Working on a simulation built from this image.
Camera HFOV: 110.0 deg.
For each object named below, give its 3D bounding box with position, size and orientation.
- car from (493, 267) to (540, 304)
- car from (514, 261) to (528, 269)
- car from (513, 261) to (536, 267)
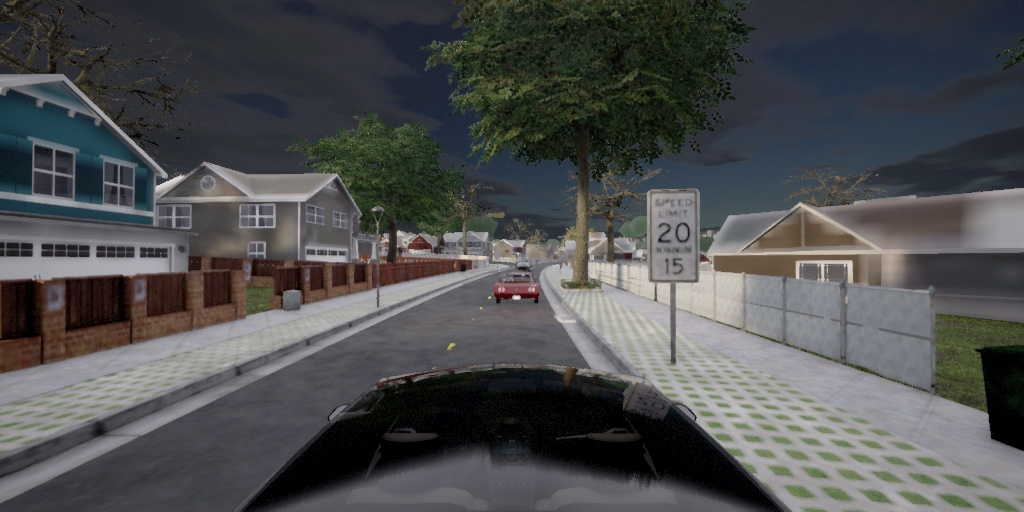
[{"bbox_3d":[0.268,1.370,16.466,1.895,1.301,4.718,0,0,2],"label":"car"},{"bbox_3d":[1.683,1.504,62.431,1.895,1.301,4.718,0,0,8],"label":"car"},{"bbox_3d":[1.068,1.286,31.366,1.837,1.490,4.892,0,0,4],"label":"car"}]
